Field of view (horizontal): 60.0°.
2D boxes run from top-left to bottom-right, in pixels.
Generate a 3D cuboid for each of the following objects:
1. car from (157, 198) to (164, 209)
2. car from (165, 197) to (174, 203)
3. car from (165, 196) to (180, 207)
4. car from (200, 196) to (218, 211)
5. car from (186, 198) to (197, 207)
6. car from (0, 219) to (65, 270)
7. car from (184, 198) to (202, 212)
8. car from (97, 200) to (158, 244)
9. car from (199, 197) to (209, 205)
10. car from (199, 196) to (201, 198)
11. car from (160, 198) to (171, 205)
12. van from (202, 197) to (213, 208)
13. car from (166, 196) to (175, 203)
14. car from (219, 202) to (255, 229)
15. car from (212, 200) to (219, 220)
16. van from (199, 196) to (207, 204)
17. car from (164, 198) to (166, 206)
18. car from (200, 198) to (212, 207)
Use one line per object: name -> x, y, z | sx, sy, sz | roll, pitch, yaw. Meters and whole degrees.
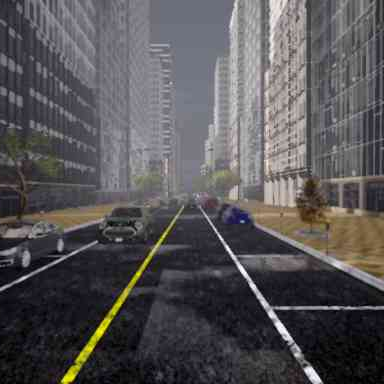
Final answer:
car -> -5.754, 1.869, 50.779 | 1.752, 1.417, 4.829 | -1, 0, 0
car -> -5.794, 2.010, 85.050 | 1.967, 1.590, 4.097 | -1, 0, 0
car -> -3.119, 1.900, 58.499 | 1.837, 1.490, 4.892 | 0, 0, 0
car -> 2.630, 1.622, 45.276 | 2.192, 1.841, 5.009 | -1, 0, 0
car -> -0.039, 1.894, 57.935 | 1.837, 1.490, 4.892 | 0, -2, 0
car -> -5.710, 1.627, 11.164 | 2.008, 1.369, 4.403 | -1, 0, 0
car -> -0.012, 1.853, 42.553 | 1.994, 1.385, 4.181 | 0, 0, 0
car -> -3.118, 1.464, 16.432 | 2.097, 1.767, 4.553 | 0, 0, 0
car -> 2.599, 1.936, 73.693 | 1.967, 1.590, 4.097 | -1, 0, 0
car -> 2.624, 1.660, 50.960 | 2.192, 1.841, 5.009 | -1, 0, 0
car -> -5.780, 2.046, 73.683 | 2.008, 1.369, 4.403 | -1, 0, 0
van -> 2.618, 1.724, 56.643 | 1.690, 1.788, 3.998 | -1, 0, 0
car -> -5.801, 1.922, 90.735 | 2.192, 1.841, 5.009 | -1, 0, 0
car -> 3.123, 1.683, 23.006 | 1.812, 1.442, 4.674 | 0, 0, 0
car -> 3.113, 1.708, 30.006 | 1.837, 1.490, 4.892 | 0, 0, 0
van -> 2.592, 1.874, 79.376 | 1.690, 1.788, 3.998 | -1, 0, 0
car -> -5.768, 1.986, 62.315 | 1.947, 1.339, 4.313 | -1, 0, 0
car -> 2.612, 1.861, 62.326 | 1.967, 1.590, 4.097 | -1, 0, 0
